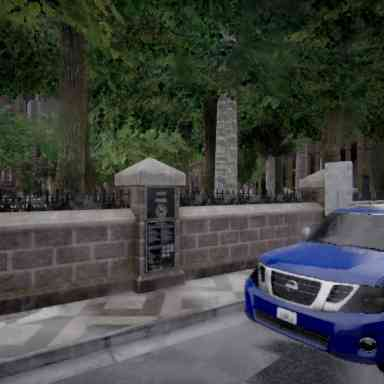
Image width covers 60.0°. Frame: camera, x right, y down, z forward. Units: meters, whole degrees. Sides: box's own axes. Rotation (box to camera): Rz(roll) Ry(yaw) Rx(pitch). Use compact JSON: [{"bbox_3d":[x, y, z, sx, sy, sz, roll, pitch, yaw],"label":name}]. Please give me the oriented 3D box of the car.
[{"bbox_3d":[3.458,1.224,5.823,5.566,2.045,2.150,0,0,-35],"label":"car"}]
